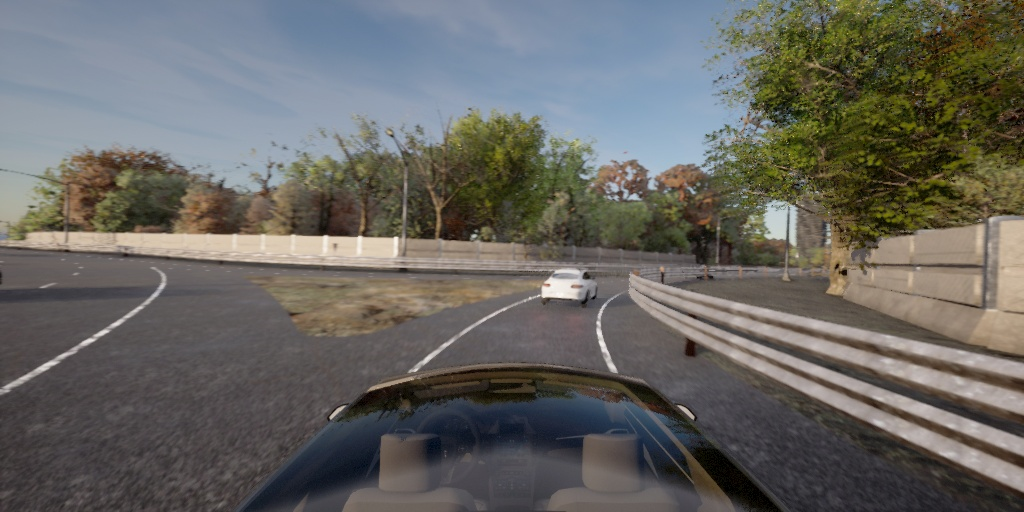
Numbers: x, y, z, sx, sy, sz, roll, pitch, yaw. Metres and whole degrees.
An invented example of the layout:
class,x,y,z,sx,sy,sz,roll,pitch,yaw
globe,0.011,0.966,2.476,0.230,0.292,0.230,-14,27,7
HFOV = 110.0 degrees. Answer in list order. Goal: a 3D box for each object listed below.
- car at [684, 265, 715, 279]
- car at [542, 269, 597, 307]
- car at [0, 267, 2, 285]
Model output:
class,x,y,z,sx,sy,sz,roll,pitch,yaw
car,21.011,1.769,40.061,4.902,1.511,2.128,2,1,-40
car,2.597,1.291,15.709,1.812,1.442,4.674,2,0,20
car,-18.541,0.404,11.299,2.097,1.767,4.553,2,1,-42
